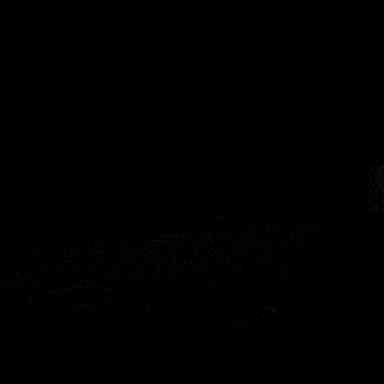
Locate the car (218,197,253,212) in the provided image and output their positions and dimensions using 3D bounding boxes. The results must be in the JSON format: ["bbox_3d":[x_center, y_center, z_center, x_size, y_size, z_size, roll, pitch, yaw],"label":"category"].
[{"bbox_3d":[6.235,1.627,43.832,2.192,1.841,5.009,-1,0,-36],"label":"car"}]

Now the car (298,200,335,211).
[{"bbox_3d":[16.474,1.736,44.176,1.947,1.339,4.313,-1,0,-36],"label":"car"}]

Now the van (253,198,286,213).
[{"bbox_3d":[9.538,1.599,39.212,1.690,1.788,3.998,-1,0,-36],"label":"van"}]

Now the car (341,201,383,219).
[{"bbox_3d":[16.148,1.726,29.970,1.802,1.307,4.206,-1,0,-36],"label":"car"}]

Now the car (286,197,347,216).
[{"bbox_3d":[12.840,1.517,34.591,2.192,1.841,5.009,-1,0,-36],"label":"car"}]

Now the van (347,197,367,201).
[{"bbox_3d":[19.771,1.455,39.555,1.690,1.788,3.998,-1,0,-36],"label":"van"}]

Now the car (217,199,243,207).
[{"bbox_3d":[6.567,1.872,58.037,1.887,1.381,4.507,-1,0,-36],"label":"car"}]

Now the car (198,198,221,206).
[{"bbox_3d":[3.265,1.929,62.658,2.008,1.369,4.403,-1,0,-36],"label":"car"}]

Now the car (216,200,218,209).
[{"bbox_3d":[2.938,1.915,48.454,2.008,1.369,4.403,-1,0,-36],"label":"car"}]

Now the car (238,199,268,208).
[{"bbox_3d":[9.770,1.803,53.556,1.752,1.417,4.829,-1,0,-36],"label":"car"}]
